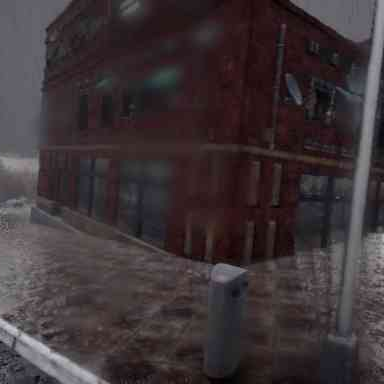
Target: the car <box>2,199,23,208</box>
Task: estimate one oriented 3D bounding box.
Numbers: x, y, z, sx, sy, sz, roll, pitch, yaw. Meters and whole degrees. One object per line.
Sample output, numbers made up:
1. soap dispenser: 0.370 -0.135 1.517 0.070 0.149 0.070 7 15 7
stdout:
1. car: -29.946 1.950 55.756 1.812 1.442 4.674 5 -2 -5
